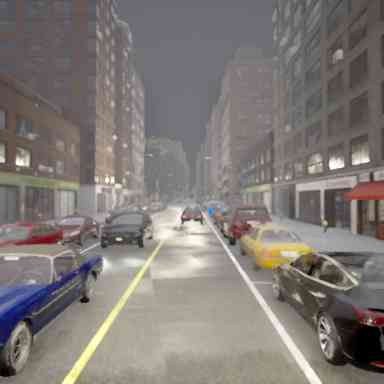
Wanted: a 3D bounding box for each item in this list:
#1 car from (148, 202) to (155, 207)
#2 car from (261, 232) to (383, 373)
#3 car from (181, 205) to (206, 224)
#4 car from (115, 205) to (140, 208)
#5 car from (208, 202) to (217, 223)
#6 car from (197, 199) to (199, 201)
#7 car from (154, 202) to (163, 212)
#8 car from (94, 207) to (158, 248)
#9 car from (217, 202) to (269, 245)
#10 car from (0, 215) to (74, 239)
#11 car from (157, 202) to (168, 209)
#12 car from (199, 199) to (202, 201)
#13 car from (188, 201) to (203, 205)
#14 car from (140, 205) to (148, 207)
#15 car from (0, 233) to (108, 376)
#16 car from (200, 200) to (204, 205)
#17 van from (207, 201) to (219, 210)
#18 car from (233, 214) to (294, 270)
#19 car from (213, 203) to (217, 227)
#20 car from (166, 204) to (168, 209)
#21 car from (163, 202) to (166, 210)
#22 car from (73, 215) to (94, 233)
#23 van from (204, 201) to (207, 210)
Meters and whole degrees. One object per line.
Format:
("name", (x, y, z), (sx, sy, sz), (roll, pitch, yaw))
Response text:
("car", (-5.843, 2.182, 38.813), (1.947, 1.339, 4.313), (0, -1, 0))
("car", (2.674, 1.653, 5.762), (1.947, 1.339, 4.313), (0, -1, 0))
("car", (0.018, 2.051, 28.910), (1.895, 1.301, 4.718), (0, -1, 0))
("car", (-5.845, 1.872, 27.801), (1.967, 1.590, 4.097), (0, -1, 0))
("car", (2.680, 1.872, 27.789), (1.967, 1.590, 4.097), (0, -1, 0))
("car", (2.694, 2.965, 82.855), (1.947, 1.339, 4.313), (0, -1, 0))
("car", (-5.840, 2.247, 49.831), (1.967, 1.590, 4.097), (0, -1, 0))
("car", (-3.005, 1.726, 16.301), (1.882, 1.535, 5.008), (0, -1, 0))
("car", (2.677, 1.571, 16.779), (2.192, 1.841, 5.009), (0, -1, 0))
("car", (-5.850, 1.715, 11.277), (1.887, 1.381, 4.507), (0, -1, 0))
("car", (-5.836, 2.665, 66.353), (1.947, 1.339, 4.313), (0, -1, 0))
("car", (2.690, 2.627, 66.506), (1.752, 1.417, 4.829), (0, -1, 0))
("car", (0.073, 2.274, 44.249), (1.994, 1.385, 4.181), (0, -1, 0))
("car", (-5.844, 2.105, 33.306), (1.802, 1.307, 4.206), (0, -1, 0))
("car", (-3.078, 1.689, 5.806), (1.895, 1.301, 4.718), (0, -1, 0))
("car", (2.687, 2.453, 55.322), (2.008, 1.369, 4.403), (0, -1, 0))
("van", (2.682, 1.864, 33.298), (1.690, 1.788, 3.998), (0, -1, 0))
("car", (2.675, 1.698, 11.439), (1.752, 1.417, 4.829), (0, -1, 0))
("car", (2.678, 1.783, 22.284), (1.967, 1.590, 4.097), (0, -1, 0))
("car", (-5.837, 2.582, 60.845), (1.802, 1.307, 4.206), (0, -1, 0))
("car", (-5.838, 2.425, 55.168), (1.752, 1.417, 4.829), (0, -1, 0))
("car", (-5.849, 1.838, 16.783), (1.802, 1.307, 4.206), (0, -1, 0))
("van", (2.683, 1.957, 38.804), (1.690, 1.788, 3.998), (0, -1, 0))
